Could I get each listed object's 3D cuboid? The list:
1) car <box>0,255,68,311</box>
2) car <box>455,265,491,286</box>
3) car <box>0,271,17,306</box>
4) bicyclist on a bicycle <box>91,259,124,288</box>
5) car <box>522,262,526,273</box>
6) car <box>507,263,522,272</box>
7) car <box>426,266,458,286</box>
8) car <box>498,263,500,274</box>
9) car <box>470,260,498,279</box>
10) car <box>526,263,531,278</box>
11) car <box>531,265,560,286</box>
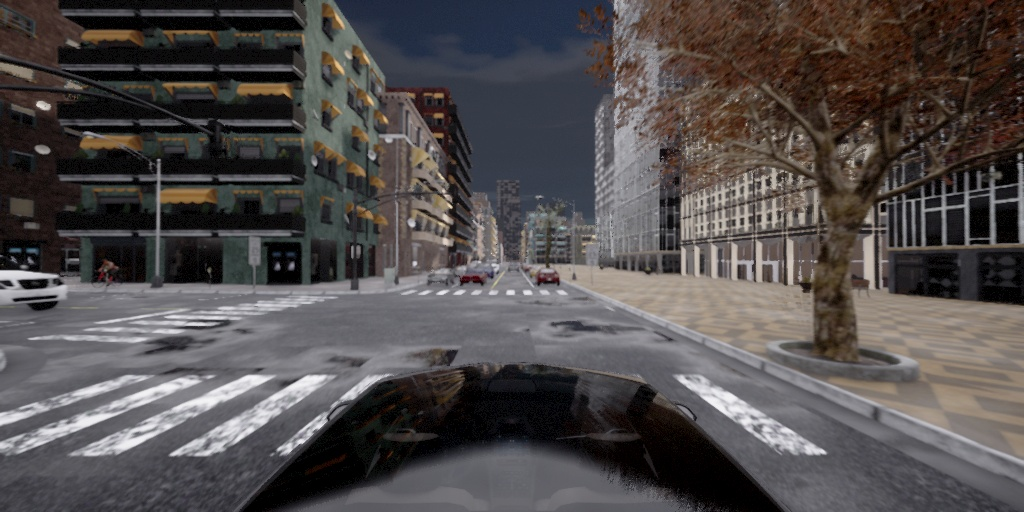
[{"bbox_3d":[-18.393,0.868,11.816,5.566,2.045,2.150,1,-1,0],"label":"car"},{"bbox_3d":[-3.017,1.661,28.643,1.895,1.301,4.718,0,-1,0],"label":"car"},{"bbox_3d":[-16.408,1.191,9.229,4.403,1.370,2.007,0,0,0],"label":"car"},{"bbox_3d":[-23.109,0.991,20.520,0.582,1.620,1.656,1,0,0],"label":"bicyclist on a bicycle"},{"bbox_3d":[2.858,1.970,56.245,1.802,1.307,4.207,0,0,0],"label":"car"},{"bbox_3d":[0.277,1.929,60.075,2.128,1.511,4.902,0,-1,0],"label":"car"},{"bbox_3d":[-5.604,1.613,28.610,2.007,1.370,4.403,0,0,0],"label":"car"},{"bbox_3d":[-2.942,1.550,50.770,2.150,2.045,5.566,0,-1,0],"label":"car"},{"bbox_3d":[-2.984,1.533,38.714,2.097,1.767,4.553,0,-1,0],"label":"car"},{"bbox_3d":[2.809,1.711,39.820,1.751,1.417,4.829,0,0,0],"label":"car"},{"bbox_3d":[2.776,1.599,28.585,1.888,1.381,4.507,0,0,0],"label":"car"}]
